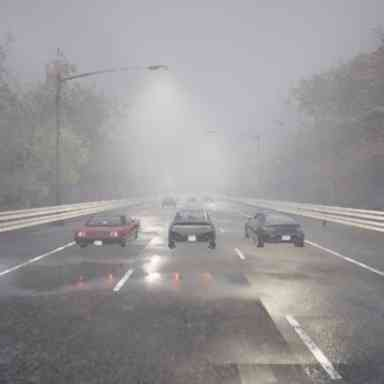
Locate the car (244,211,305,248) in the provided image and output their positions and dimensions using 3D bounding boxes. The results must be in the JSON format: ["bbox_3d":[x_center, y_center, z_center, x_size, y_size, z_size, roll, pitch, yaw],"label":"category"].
[{"bbox_3d":[3.502,1.538,14.653,1.812,1.442,4.674,0,0,0],"label":"car"}]

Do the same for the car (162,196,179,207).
[{"bbox_3d":[-3.489,1.379,51.630,2.097,1.767,4.553,0,0,0],"label":"car"}]

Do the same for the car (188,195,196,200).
[{"bbox_3d":[0.020,1.554,94.039,2.033,1.411,5.357,0,0,0],"label":"car"}]

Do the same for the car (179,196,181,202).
[{"bbox_3d":[-3.484,1.618,78.003,1.895,1.301,4.718,0,0,0],"label":"car"}]

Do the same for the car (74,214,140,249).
[{"bbox_3d":[-3.497,1.613,14.652,1.895,1.301,4.718,0,0,0],"label":"car"}]

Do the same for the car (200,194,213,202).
[{"bbox_3d":[3.515,1.379,73.899,2.097,1.767,4.553,0,0,0],"label":"car"}]

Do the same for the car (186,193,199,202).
[{"bbox_3d":[0.015,1.502,73.756,1.882,1.535,5.008,0,0,0],"label":"car"}]

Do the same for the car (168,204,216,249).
[{"bbox_3d":[0.004,1.504,14.664,2.128,1.511,4.902,0,0,0],"label":"car"}]
